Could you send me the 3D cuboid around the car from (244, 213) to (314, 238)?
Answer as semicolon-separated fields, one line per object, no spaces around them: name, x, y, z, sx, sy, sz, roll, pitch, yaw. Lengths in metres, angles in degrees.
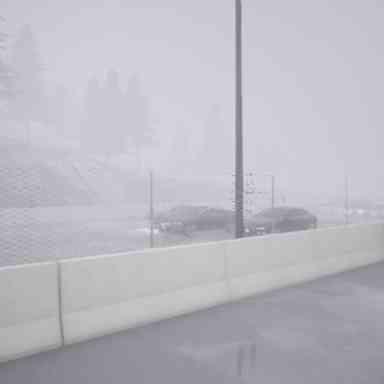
car;4.312;1.473;16.320;4.892;1.490;1.837;0;0;-40

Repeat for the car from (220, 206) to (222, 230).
car;0.542;1.483;17.769;4.902;1.511;2.128;0;0;-39
